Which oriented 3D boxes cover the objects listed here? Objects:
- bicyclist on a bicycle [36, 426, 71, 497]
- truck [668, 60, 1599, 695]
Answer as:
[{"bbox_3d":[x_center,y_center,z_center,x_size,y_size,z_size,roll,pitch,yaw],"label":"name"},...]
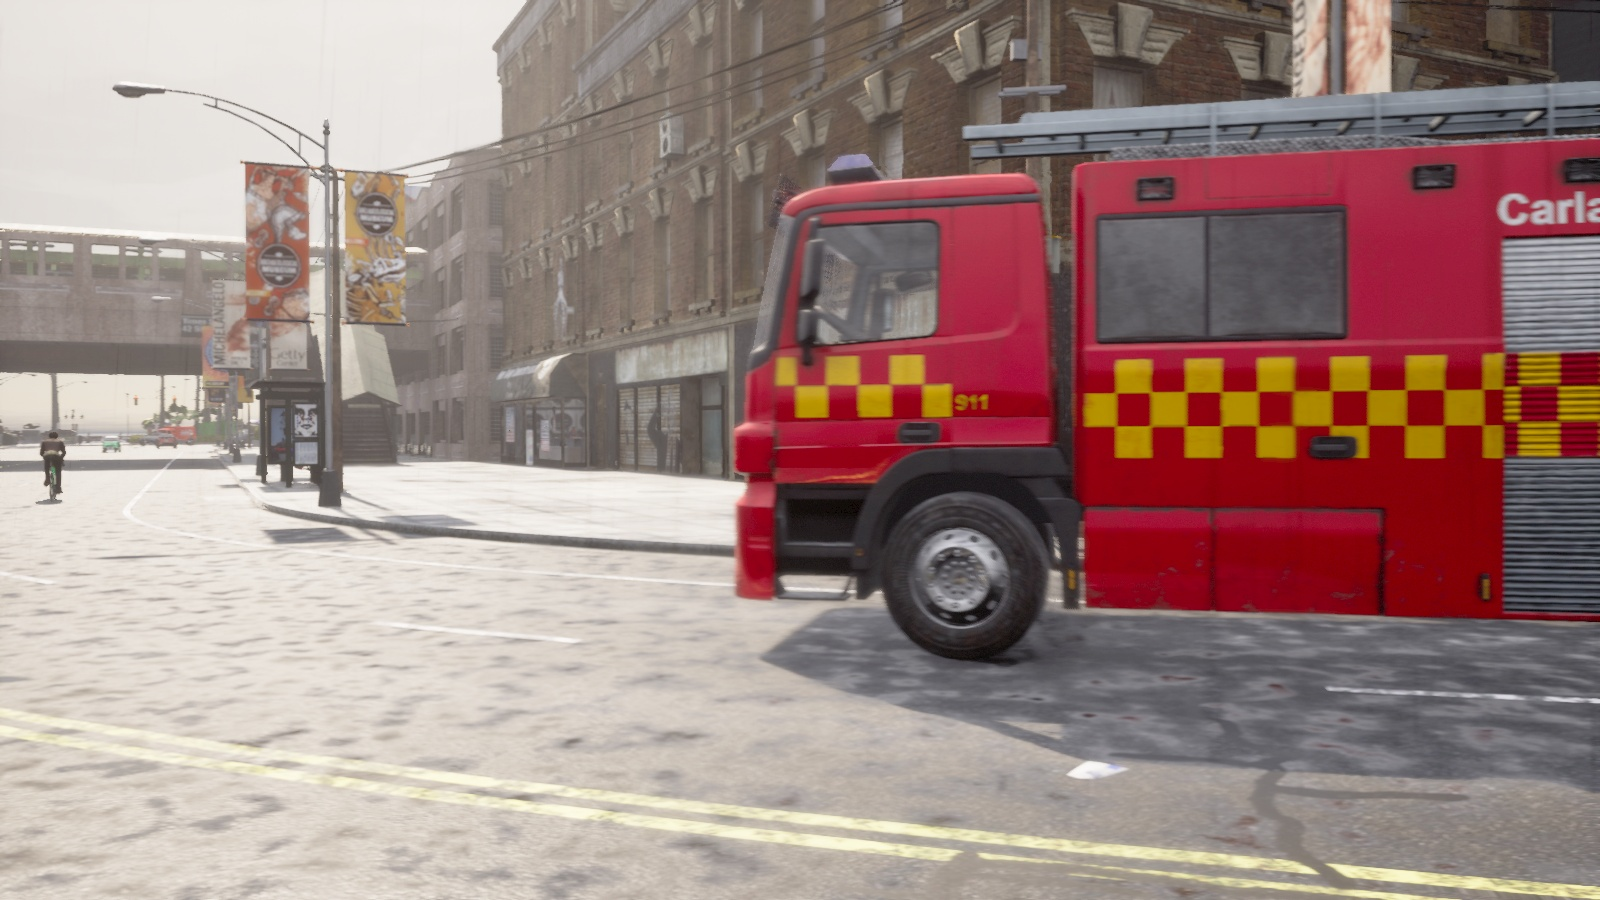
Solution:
[{"bbox_3d":[-17.579,0.261,29.590,0.582,1.620,1.656,0,1,-26],"label":"bicyclist on a bicycle"},{"bbox_3d":[3.519,-0.465,9.362,8.468,3.827,2.891,0,1,13],"label":"truck"}]
